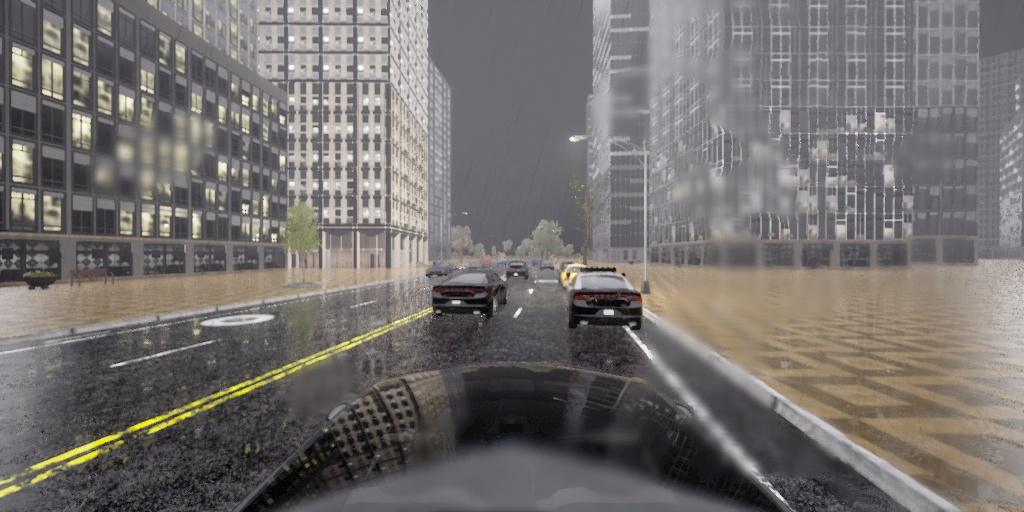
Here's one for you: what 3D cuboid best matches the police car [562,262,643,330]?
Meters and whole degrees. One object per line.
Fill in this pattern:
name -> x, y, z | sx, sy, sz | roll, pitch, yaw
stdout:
police car -> 2.679, 1.160, 11.267 | 1.930, 1.638, 5.238 | 0, 0, 7

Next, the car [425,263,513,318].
car -> -1.309, 1.206, 12.955 | 1.882, 1.535, 5.008 | 0, 0, 7

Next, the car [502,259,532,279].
car -> 0.516, 1.203, 31.235 | 1.837, 1.490, 4.892 | 0, 0, 4

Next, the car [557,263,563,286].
car -> 3.843, 1.174, 21.440 | 1.801, 1.575, 5.366 | 0, 0, 6

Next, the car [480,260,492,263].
car -> -3.041, 1.261, 30.028 | 1.994, 1.385, 4.181 | 0, 0, 4

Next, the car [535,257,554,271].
car -> 4.681, 1.225, 48.731 | 2.033, 1.411, 5.357 | 0, 0, 1

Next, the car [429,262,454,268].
car -> -6.120, 1.239, 32.080 | 2.033, 1.411, 5.357 | 0, 0, 4
